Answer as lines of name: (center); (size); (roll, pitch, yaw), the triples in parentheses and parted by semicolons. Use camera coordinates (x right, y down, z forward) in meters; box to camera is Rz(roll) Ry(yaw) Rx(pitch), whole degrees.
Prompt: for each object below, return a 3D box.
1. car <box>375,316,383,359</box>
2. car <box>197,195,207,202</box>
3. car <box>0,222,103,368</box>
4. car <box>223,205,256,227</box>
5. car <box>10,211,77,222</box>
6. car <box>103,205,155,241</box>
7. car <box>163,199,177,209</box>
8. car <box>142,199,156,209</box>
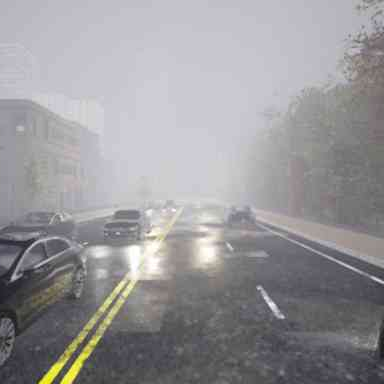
car: (3.349, 1.582, 2.572); (1.994, 1.385, 4.181); (0, 0, 0)
car: (3.230, 2.170, 95.492); (1.812, 1.442, 4.674); (0, 0, 0)
car: (-3.333, 1.534, 5.744); (2.128, 1.511, 4.902); (0, 0, 0)
car: (3.346, 1.662, 24.048); (2.128, 1.511, 4.902); (0, 0, 0)
car: (-6.565, 1.596, 14.594); (2.128, 1.511, 4.902); (0, 0, 0)
car: (-3.296, 1.628, 17.380); (1.837, 1.490, 4.892); (0, 0, 1)
car: (-3.312, 1.857, 50.817); (1.837, 1.490, 4.892); (0, 0, 1)
car: (-6.561, 1.844, 50.927); (2.128, 1.511, 4.902); (0, 0, 1)
